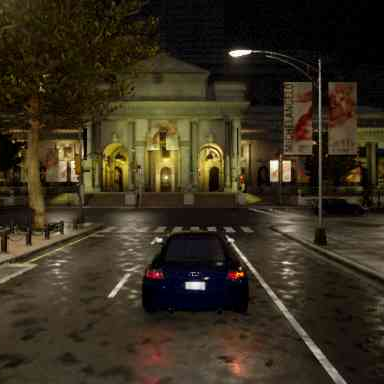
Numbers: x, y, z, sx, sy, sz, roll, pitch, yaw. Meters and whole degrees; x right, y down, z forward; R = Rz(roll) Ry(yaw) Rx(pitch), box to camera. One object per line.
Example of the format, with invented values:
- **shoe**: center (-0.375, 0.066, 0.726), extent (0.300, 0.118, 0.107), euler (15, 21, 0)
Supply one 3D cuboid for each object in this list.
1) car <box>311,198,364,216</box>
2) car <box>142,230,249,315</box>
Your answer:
- **car**: center (13.771, 1.352, 31.517), extent (4.553, 1.767, 2.097), euler (0, 0, 0)
- **car**: center (0.073, 1.564, 7.676), extent (1.994, 1.385, 4.181), euler (0, 0, 0)
